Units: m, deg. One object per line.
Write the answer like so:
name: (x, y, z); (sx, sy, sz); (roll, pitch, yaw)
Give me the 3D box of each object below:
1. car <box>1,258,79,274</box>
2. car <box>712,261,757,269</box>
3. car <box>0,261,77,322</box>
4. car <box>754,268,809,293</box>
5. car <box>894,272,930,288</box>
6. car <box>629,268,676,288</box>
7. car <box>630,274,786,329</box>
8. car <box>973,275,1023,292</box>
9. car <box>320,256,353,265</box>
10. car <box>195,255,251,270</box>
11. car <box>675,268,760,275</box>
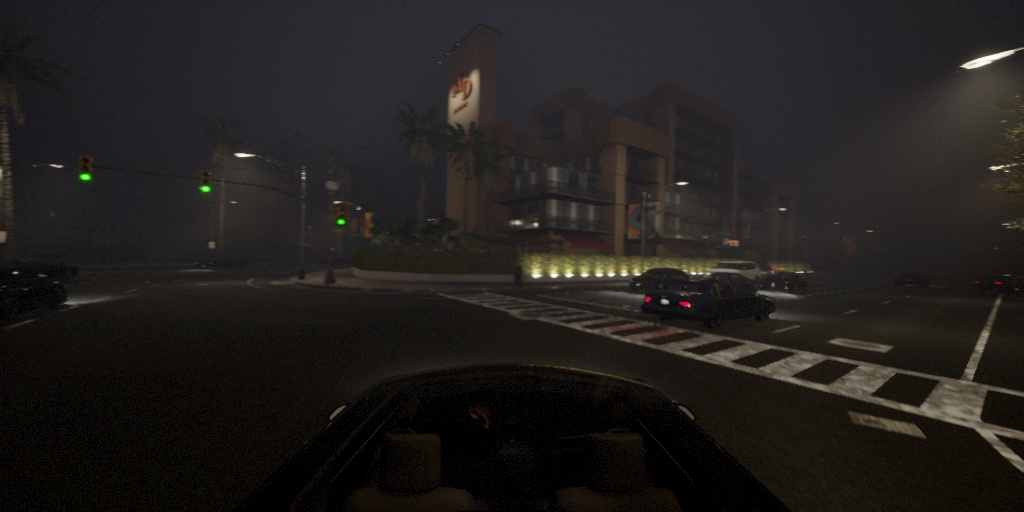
car: (-23.812, 0.780, 17.524); (1.895, 1.301, 4.718); (1, 0, -29)
car: (17.411, 1.404, 28.242); (5.566, 2.045, 2.150); (1, 0, -35)
car: (-14.481, 0.966, 9.875); (1.994, 1.385, 4.181); (1, 0, -35)
car: (19.064, 1.785, 25.131); (4.181, 1.385, 1.994); (1, 0, -36)
car: (38.905, 2.270, 34.861); (4.181, 1.385, 1.994); (1, 0, -35)
car: (9.397, 1.491, 22.513); (4.892, 1.490, 1.837); (1, 0, -36)
car: (6.668, 1.463, 11.995); (5.357, 1.411, 2.033); (1, 0, -32)
car: (42.929, 2.349, 30.744); (5.357, 1.411, 2.033); (1, 0, -5)
car: (-26.321, 0.680, 54.348); (2.033, 1.411, 5.357); (1, 0, 20)
car: (-29.150, 0.605, 36.408); (2.033, 1.411, 5.357); (1, 0, -2)
car: (11.588, 1.585, 19.780); (5.357, 1.411, 2.033); (1, 0, -36)
